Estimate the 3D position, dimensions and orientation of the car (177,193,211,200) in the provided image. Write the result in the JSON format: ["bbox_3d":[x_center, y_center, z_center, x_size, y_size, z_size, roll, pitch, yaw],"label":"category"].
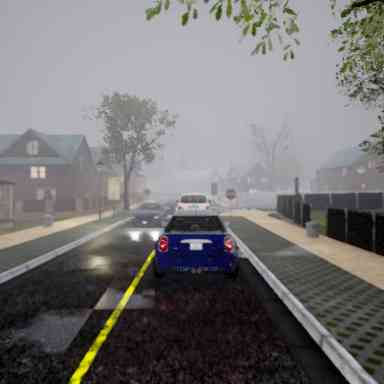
[{"bbox_3d":[0.101,1.080,22.097,2.150,2.045,5.566,0,0,0],"label":"car"}]

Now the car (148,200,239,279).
[{"bbox_3d":[0.101,1.290,9.974,2.097,1.767,4.553,0,0,0],"label":"car"}]

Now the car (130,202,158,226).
[{"bbox_3d":[-2.789,1.405,22.391,2.033,1.411,5.357,0,0,1],"label":"car"}]
